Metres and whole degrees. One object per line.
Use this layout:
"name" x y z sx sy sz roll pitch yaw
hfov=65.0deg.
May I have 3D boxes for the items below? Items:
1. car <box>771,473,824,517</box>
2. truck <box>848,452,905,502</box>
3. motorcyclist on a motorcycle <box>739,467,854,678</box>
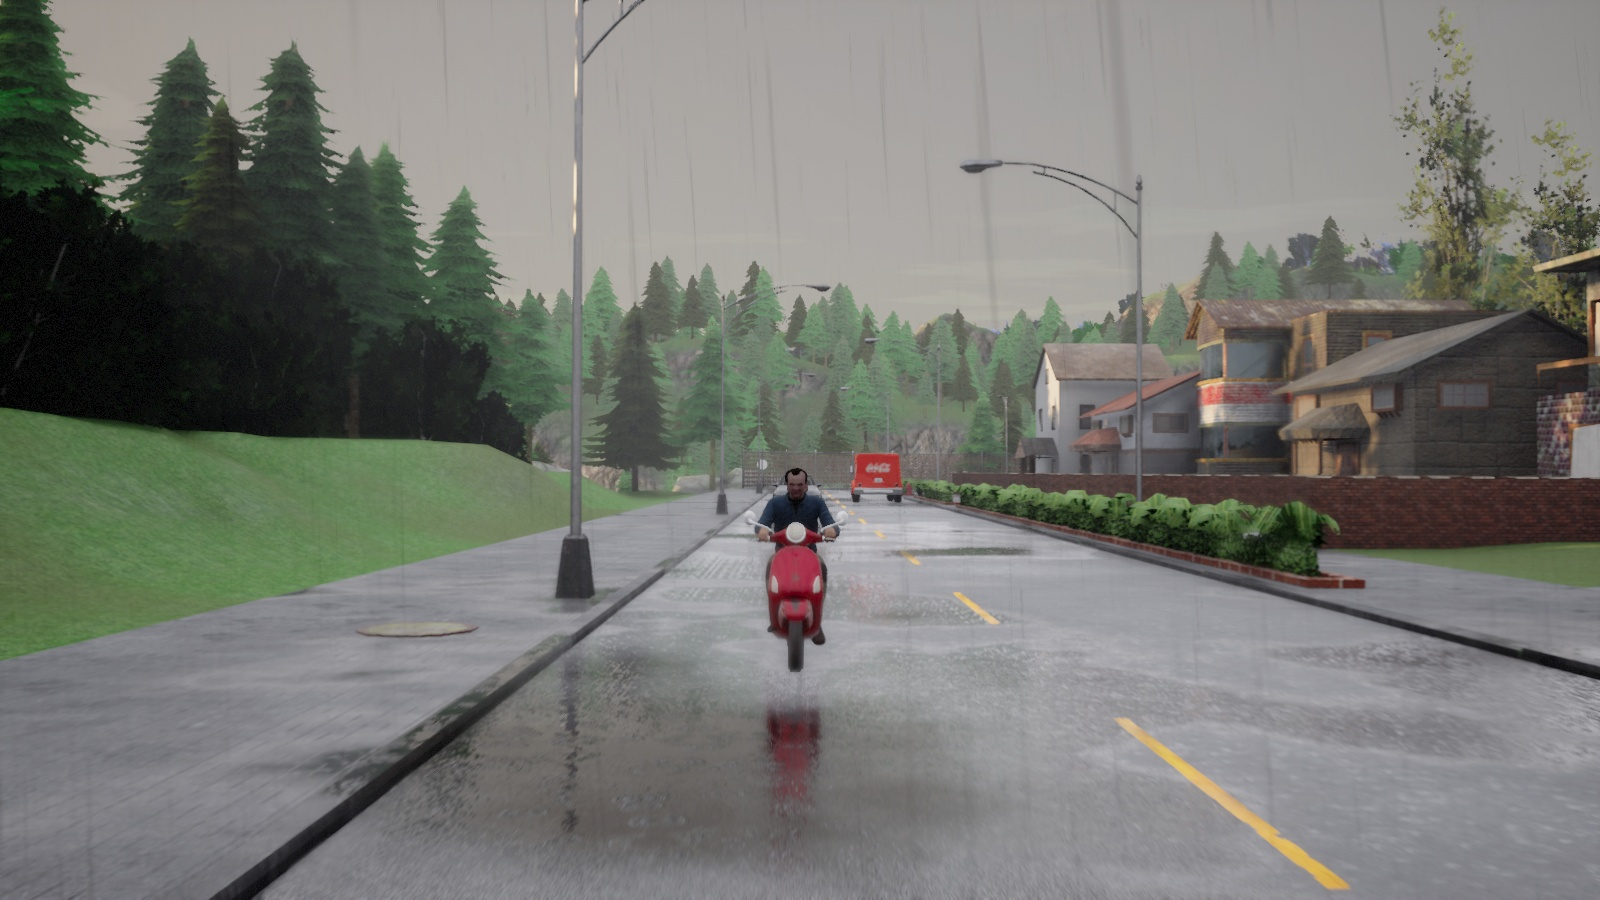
"car" -0.084 1.585 45.212 1.816 1.474 4.193 0 -1 0
"truck" 3.884 1.398 64.843 2.627 2.467 5.204 0 -1 0
"motorcyclist on a motorcycle" -0.026 0.943 10.437 0.866 1.590 1.817 0 -1 0
